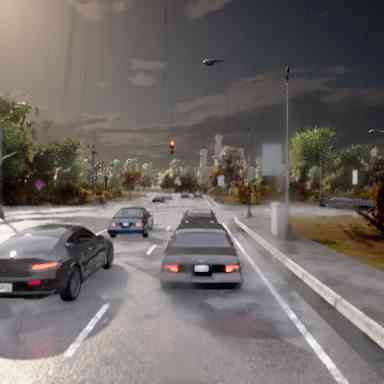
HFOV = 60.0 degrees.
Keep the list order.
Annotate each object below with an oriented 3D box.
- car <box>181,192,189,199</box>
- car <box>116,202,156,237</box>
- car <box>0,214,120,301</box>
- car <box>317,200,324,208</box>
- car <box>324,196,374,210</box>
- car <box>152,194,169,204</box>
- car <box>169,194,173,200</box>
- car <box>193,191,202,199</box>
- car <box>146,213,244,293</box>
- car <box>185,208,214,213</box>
[{"bbox_3d":[-1.826,0.997,85.596,1.895,1.301,4.718,0,1,1],"label":"car"},{"bbox_3d":[-3.090,1.494,17.476,2.033,1.411,5.357,0,0,-2],"label":"car"},{"bbox_3d":[-3.281,1.509,8.151,1.812,1.442,4.674,0,0,1],"label":"car"},{"bbox_3d":[18.534,1.302,42.551,5.008,1.535,1.882,0,0,-2],"label":"car"},{"bbox_3d":[18.827,1.389,39.061,5.357,1.411,2.033,0,0,-2],"label":"car"},{"bbox_3d":[-5.927,1.291,59.272,2.033,1.411,5.357,0,0,2],"label":"car"},{"bbox_3d":[-5.536,1.129,74.733,1.812,1.442,4.674,0,1,1],"label":"car"},{"bbox_3d":[1.679,0.926,85.844,1.812,1.442,4.674,0,1,1],"label":"car"},{"bbox_3d":[0.228,1.529,8.989,2.033,1.411,5.357,0,0,1],"label":"car"},{"bbox_3d":[0.415,1.542,18.539,1.895,1.301,4.718,0,0,2],"label":"car"}]
